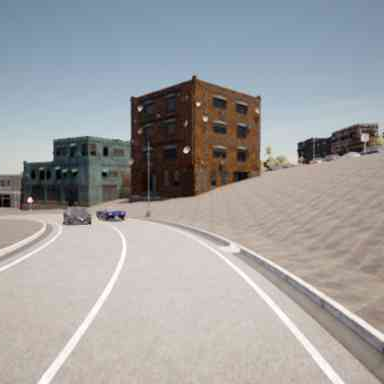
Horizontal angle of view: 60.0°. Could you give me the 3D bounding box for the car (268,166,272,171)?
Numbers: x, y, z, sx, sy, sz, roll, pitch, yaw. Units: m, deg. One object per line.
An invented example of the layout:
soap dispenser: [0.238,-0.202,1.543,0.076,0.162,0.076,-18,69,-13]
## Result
car: [20.532,-5.423,82.902,2.435,2.045,5.566,0,1,-1]

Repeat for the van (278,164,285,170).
van: [20.775,-5.248,71.775,1.878,1.987,4.442,0,1,-1]

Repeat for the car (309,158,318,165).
car: [21.132,-4.889,55.368,2.185,1.767,4.553,0,1,-1]

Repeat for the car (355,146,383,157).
car: [21.495,-4.593,38.684,2.185,1.767,4.553,0,1,-1]

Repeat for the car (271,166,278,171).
car: [20.652,-5.061,77.420,2.002,1.452,4.674,0,1,-1]

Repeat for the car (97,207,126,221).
car: [-8.195,2.124,33.140,1.895,1.301,4.718,-1,-1,-30]

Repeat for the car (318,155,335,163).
car: [21.252,-4.794,49.849,2.185,1.767,4.553,0,1,-1]

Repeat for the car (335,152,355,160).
car: [21.376,-4.526,44.178,2.002,1.452,4.674,0,1,-1]

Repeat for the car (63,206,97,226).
car: [-9.612,1.957,27.869,1.837,1.490,4.892,0,-2,-27]

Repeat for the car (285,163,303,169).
car: [20.891,-4.941,66.383,2.231,1.521,4.892,0,1,-1]
